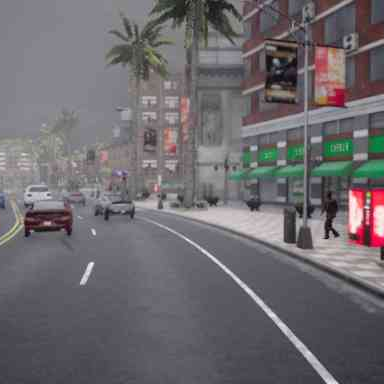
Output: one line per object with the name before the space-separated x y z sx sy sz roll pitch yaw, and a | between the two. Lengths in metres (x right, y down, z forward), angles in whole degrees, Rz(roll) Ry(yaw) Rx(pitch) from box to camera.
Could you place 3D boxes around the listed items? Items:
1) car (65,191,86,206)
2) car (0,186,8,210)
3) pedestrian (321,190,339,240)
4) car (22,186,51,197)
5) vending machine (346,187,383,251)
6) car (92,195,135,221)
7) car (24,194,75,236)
car | -12.146 0.611 34.028 2.128 1.511 4.902 -1 2 -28
car | -17.780 0.461 29.630 2.150 2.045 5.566 -1 2 -29
pedestrian | 5.012 0.815 12.160 0.375 1.860 0.375 0 2 -13
car | -14.831 0.400 31.822 2.150 2.045 5.566 -1 2 -29
vending machine | 6.072 0.887 11.430 1.100 2.100 0.880 0 2 -12
car | -5.166 0.926 21.578 2.128 1.511 4.902 -1 1 -28
car | -6.709 1.067 15.816 1.882 1.535 5.008 0 2 -20
